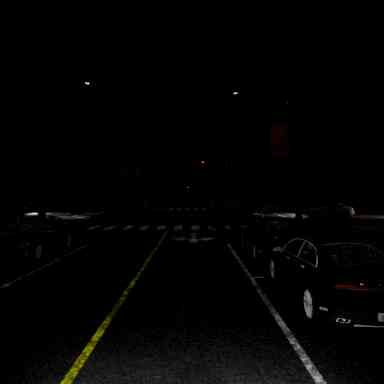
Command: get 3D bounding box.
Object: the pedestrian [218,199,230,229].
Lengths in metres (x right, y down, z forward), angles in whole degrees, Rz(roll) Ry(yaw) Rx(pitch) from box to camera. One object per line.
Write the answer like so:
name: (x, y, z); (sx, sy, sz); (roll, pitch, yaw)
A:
pedestrian: (1.904, 1.297, 19.799); (0.375, 1.860, 0.375); (0, 0, 0)

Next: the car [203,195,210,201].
car: (3.711, 1.561, 87.343); (1.752, 1.417, 4.829); (0, 0, 1)

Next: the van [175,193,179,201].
van: (-4.894, 1.373, 81.778); (1.690, 1.788, 3.998); (0, 0, 1)

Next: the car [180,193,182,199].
car: (-4.736, 1.354, 92.802); (2.192, 1.841, 5.009); (0, 0, 1)

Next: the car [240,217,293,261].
car: (2.825, 1.552, 11.916); (2.008, 1.369, 4.403); (0, 0, 0)

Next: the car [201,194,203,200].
car: (3.393, 1.573, 65.123); (2.008, 1.369, 4.403); (0, 0, 1)

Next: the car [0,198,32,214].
car: (-17.378, 1.282, 30.797); (4.181, 1.385, 1.994); (1, 0, 0)

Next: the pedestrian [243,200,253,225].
pedestrian: (3.279, 1.297, 19.187); (0.375, 1.860, 0.375); (0, 0, 0)

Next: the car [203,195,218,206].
car: (3.235, 1.567, 54.098); (2.008, 1.369, 4.403); (0, 0, 1)

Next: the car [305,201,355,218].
car: (14.071, 1.817, 33.964); (4.674, 1.442, 1.812); (1, 0, 1)

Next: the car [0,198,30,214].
car: (-16.618, 1.216, 27.537); (4.902, 1.511, 2.128); (1, 0, 1)

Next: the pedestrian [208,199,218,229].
pedestrian: (1.223, 1.297, 20.400); (0.375, 1.860, 0.375); (0, 0, 0)

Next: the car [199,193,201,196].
car: (3.788, 1.479, 92.685); (1.967, 1.590, 4.097); (0, 0, 1)

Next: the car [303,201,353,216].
car: (15.150, 1.822, 37.224); (4.892, 1.490, 1.837); (1, 0, 0)

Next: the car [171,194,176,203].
car: (-5.052, 1.592, 70.754); (1.947, 1.339, 4.313); (0, 0, 1)

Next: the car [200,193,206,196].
car: (3.472, 1.341, 70.635); (2.192, 1.841, 5.009); (0, 0, 1)

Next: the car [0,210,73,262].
car: (-5.700, 1.552, 11.964); (2.008, 1.369, 4.403); (0, 0, 0)

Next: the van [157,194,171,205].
van: (-5.210, 1.361, 59.730); (1.690, 1.788, 3.998); (0, 0, 1)

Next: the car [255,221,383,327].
car: (2.799, 1.551, 6.924); (2.008, 1.369, 4.403); (0, 0, 0)
